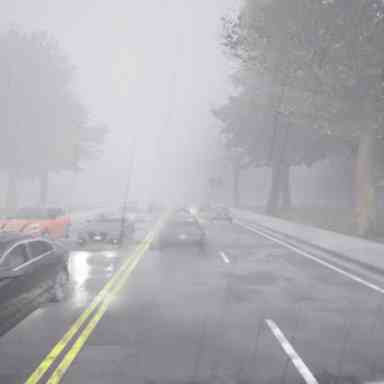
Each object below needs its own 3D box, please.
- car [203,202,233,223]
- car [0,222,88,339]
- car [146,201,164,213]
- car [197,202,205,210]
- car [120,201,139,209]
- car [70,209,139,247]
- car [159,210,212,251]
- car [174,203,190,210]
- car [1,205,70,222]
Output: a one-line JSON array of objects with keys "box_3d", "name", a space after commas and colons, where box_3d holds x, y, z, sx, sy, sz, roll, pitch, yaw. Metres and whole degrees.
[{"box_3d": [2.324, 1.867, 28.480, 2.033, 1.411, 5.357, 1, -1, -1], "name": "car"}, {"box_3d": [-3.556, 1.519, 5.502, 2.128, 1.511, 4.902, 1, -1, -2], "name": "car"}, {"box_3d": [-4.644, 1.905, 42.349, 1.837, 1.490, 4.892, 1, -1, -2], "name": "car"}, {"box_3d": [1.836, 2.032, 45.288, 1.994, 1.385, 4.181, 1, 0, -2], "name": "car"}, {"box_3d": [-7.890, 1.831, 42.179, 1.882, 1.535, 5.008, 1, -1, -2], "name": "car"}, {"box_3d": [-3.866, 1.695, 15.530, 1.994, 1.385, 4.181, 1, -1, -1], "name": "car"}, {"box_3d": [-0.410, 1.720, 14.846, 1.994, 1.385, 4.181, 1, -1, -2], "name": "car"}, {"box_3d": [-1.211, 1.992, 39.903, 1.895, 1.301, 4.718, 1, -1, -2], "name": "car"}, {"box_3d": [-7.111, 1.449, 15.182, 2.097, 1.767, 4.553, 1, -1, -2], "name": "car"}]
